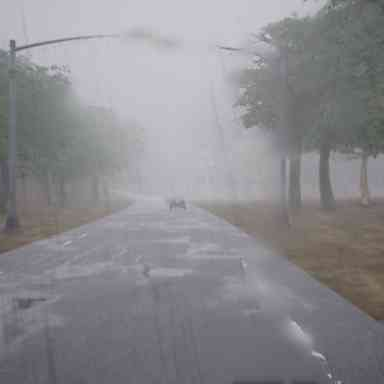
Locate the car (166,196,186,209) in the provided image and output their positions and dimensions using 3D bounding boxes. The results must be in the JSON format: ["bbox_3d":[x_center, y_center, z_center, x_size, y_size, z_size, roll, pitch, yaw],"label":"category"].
[{"bbox_3d":[-2.018,1.298,44.561,2.097,1.767,4.553,0,0,-5],"label":"car"}]
